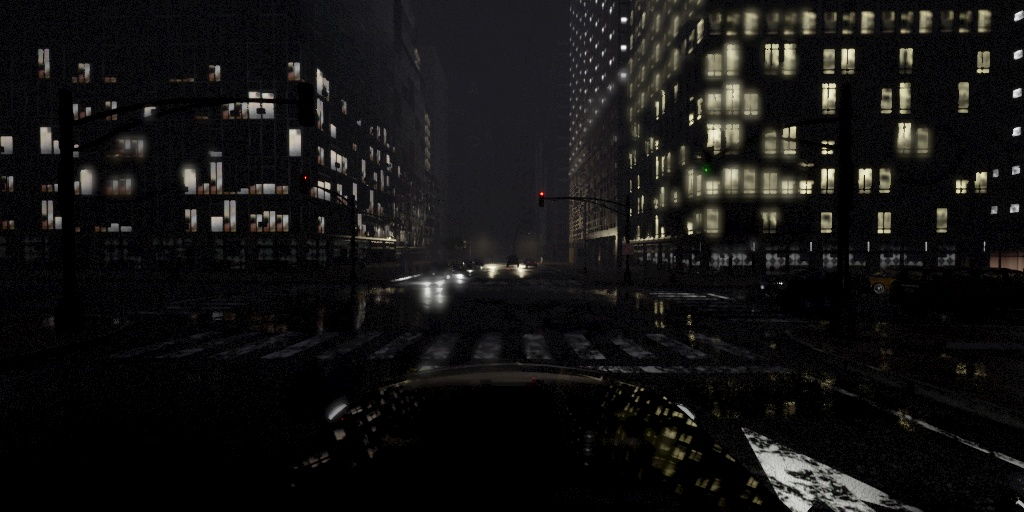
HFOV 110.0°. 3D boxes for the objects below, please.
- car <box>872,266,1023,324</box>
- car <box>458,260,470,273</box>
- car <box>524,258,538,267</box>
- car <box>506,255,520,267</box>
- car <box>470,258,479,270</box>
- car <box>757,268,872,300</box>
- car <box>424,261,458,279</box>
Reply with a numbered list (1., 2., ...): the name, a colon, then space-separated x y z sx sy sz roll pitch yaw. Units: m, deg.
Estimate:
1. car: 16.216 1.281 12.444 5.009 1.841 2.192 0 0 1
2. car: -6.504 1.326 42.357 1.895 1.301 4.718 0 0 0
3. car: 3.402 1.229 63.259 1.812 1.442 4.674 0 0 0
4. car: 0.150 0.925 62.880 2.150 2.045 5.566 0 0 0
5. car: -6.470 1.262 52.710 2.033 1.411 5.357 0 0 0
6. car: 15.281 1.357 18.275 4.902 1.511 2.128 1 1 2
7. car: -6.529 1.225 32.352 2.128 1.511 4.902 0 0 0
